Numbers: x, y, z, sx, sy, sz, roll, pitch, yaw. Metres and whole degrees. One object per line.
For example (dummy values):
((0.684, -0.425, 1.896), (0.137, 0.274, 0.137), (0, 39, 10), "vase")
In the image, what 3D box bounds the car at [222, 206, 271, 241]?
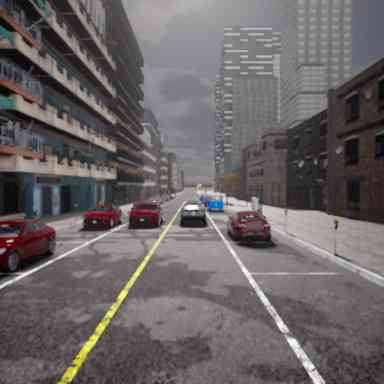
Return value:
((2.680, 1.546, 16.134), (1.802, 1.307, 4.206), (-1, 0, 0), "car")

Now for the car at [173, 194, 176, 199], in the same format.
((-5.694, 1.319, 83.055), (1.887, 1.381, 4.507), (-1, 0, 0), "car")

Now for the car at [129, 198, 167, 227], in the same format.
((-3.008, 1.426, 22.612), (1.882, 1.535, 5.008), (0, 0, 0), "car")

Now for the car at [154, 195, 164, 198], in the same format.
((-5.698, 1.430, 49.573), (2.008, 1.369, 4.403), (-1, 0, 0), "car")

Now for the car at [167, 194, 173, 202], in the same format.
((-5.695, 1.362, 71.894), (2.008, 1.369, 4.403), (-1, 0, 0), "car")

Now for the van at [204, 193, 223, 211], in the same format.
((2.678, 1.250, 38.453), (1.690, 1.788, 3.998), (-1, 0, 0), "van")

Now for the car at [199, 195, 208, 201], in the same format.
((2.686, 1.359, 77.515), (1.947, 1.339, 4.313), (-1, 0, 0), "car")

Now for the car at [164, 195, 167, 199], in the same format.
((-5.699, 1.304, 55.152), (1.967, 1.590, 4.097), (-1, 0, 0), "car")

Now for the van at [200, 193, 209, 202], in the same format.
((2.682, 1.153, 71.934), (1.690, 1.788, 3.998), (-1, 0, 0), "van")

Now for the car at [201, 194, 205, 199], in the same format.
((2.683, 1.424, 49.614), (1.887, 1.381, 4.507), (-1, 0, 0), "car")

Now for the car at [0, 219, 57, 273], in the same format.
((-5.701, 1.559, 10.509), (1.802, 1.307, 4.206), (-1, 0, 0), "car")

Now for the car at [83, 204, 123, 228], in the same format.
((-5.700, 1.495, 21.670), (1.887, 1.381, 4.507), (-1, 0, 0), "car")

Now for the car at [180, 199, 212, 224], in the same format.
((0.100, 1.491, 24.486), (2.033, 1.411, 5.357), (0, 0, 0), "car")

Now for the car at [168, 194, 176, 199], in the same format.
((-5.692, 1.301, 94.217), (1.947, 1.339, 4.313), (-1, 0, 0), "car")

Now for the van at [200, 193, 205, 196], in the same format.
((2.681, 1.188, 60.774), (1.690, 1.788, 3.998), (-1, 0, 0), "van")

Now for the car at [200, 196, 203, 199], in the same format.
((0.106, 1.500, 42.120), (1.895, 1.301, 4.718), (0, 0, 0), "car")
